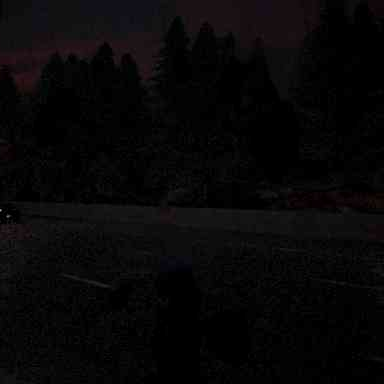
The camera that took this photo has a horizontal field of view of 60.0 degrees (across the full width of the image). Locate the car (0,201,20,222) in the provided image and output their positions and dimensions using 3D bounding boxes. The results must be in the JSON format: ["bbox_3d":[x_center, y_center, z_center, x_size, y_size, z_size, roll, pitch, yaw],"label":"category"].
[{"bbox_3d":[-14.170,1.408,23.789,4.902,1.511,2.128,0,1,37],"label":"car"}]
